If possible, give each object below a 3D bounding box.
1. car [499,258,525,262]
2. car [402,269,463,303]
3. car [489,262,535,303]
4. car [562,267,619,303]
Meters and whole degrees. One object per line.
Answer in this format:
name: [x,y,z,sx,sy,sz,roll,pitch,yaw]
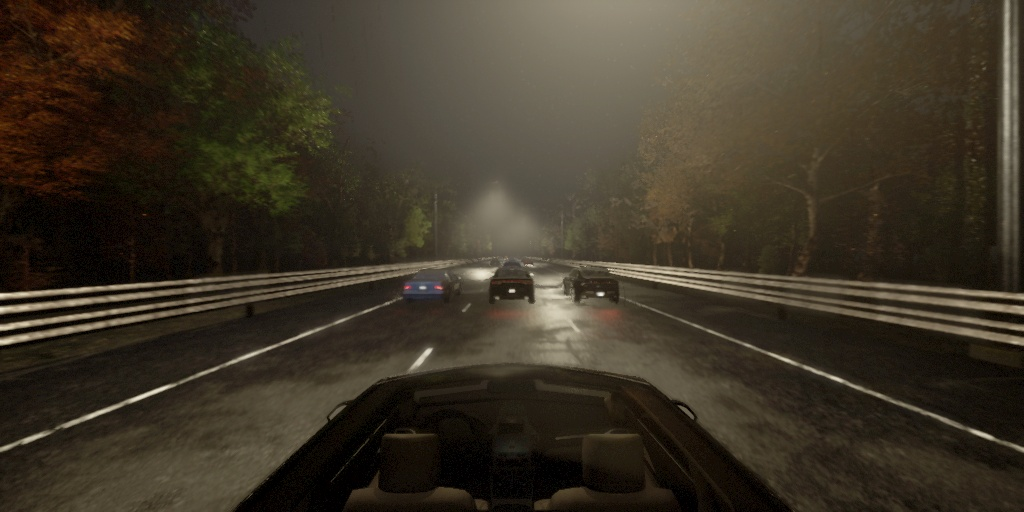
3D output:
car: [0.010,1.210,33.657,1.882,1.535,5.008,0,0,0]
car: [-3.494,1.293,16.568,2.033,1.411,5.357,0,0,0]
car: [0.005,1.223,16.591,1.882,1.535,5.008,0,0,0]
car: [3.506,1.252,16.567,1.837,1.490,4.892,0,0,0]
